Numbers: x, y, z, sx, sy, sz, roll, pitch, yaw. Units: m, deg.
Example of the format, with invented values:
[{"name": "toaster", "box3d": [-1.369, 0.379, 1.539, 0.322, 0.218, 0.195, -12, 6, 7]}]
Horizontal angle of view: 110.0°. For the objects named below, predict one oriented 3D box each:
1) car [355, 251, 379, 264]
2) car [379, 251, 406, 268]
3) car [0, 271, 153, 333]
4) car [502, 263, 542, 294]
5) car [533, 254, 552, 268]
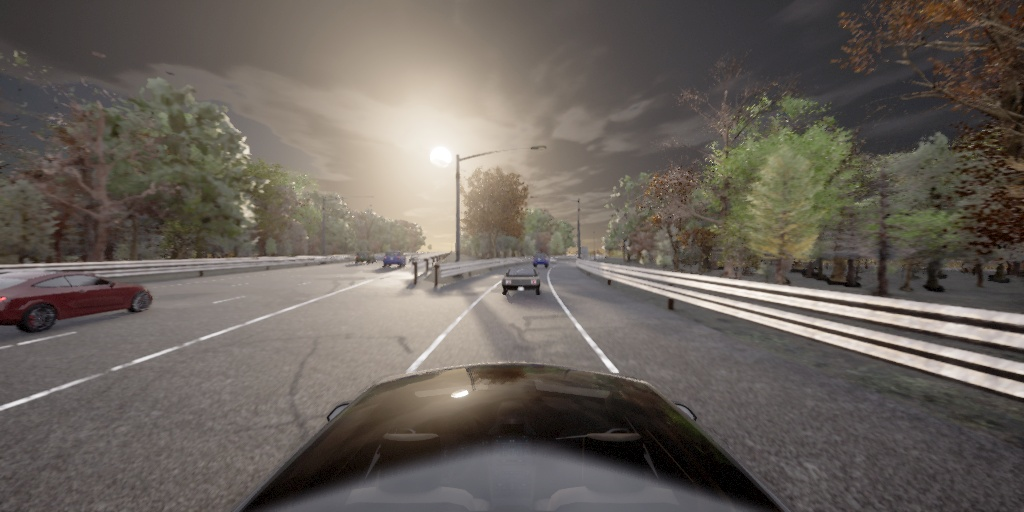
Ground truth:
[{"name": "car", "box3d": [-24.035, 0.251, 58.946, 2.150, 2.045, 5.566, 0, 0, -9]}, {"name": "car", "box3d": [-14.696, 0.422, 45.125, 2.150, 2.045, 5.566, 0, 0, -9]}, {"name": "car", "box3d": [-12.502, 1.126, 9.814, 1.812, 1.442, 4.674, 0, 0, -9]}, {"name": "car", "box3d": [0.558, 1.249, 19.149, 1.895, 1.301, 4.718, 0, 0, 3]}, {"name": "car", "box3d": [4.326, 0.663, 53.130, 2.150, 2.045, 5.566, 0, 0, 10]}]
